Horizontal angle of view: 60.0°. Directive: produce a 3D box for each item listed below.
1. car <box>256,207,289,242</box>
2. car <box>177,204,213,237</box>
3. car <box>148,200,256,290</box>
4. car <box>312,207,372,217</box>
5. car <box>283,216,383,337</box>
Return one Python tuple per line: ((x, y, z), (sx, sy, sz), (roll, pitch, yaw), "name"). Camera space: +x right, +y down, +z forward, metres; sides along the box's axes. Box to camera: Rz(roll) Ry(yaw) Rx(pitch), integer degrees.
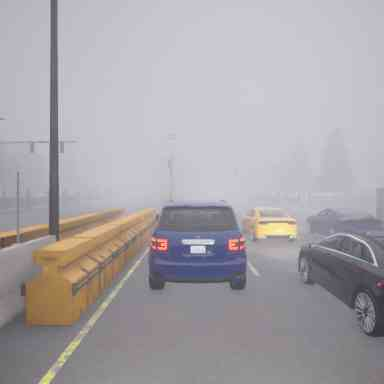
((3.646, 1.478, 16.454), (1.882, 1.535, 5.008), (0, 0, 0), "car")
((0.154, 1.505, 19.070), (1.837, 1.490, 4.892), (0, 0, 0), "car")
((0.127, 1.222, 9.221), (2.150, 2.045, 5.566), (0, 0, 0), "car")
((7.148, 1.477, 16.107), (1.882, 1.535, 5.008), (0, 0, 0), "car")
((3.615, 1.492, 6.612), (2.128, 1.511, 4.902), (0, 0, 0), "car")
